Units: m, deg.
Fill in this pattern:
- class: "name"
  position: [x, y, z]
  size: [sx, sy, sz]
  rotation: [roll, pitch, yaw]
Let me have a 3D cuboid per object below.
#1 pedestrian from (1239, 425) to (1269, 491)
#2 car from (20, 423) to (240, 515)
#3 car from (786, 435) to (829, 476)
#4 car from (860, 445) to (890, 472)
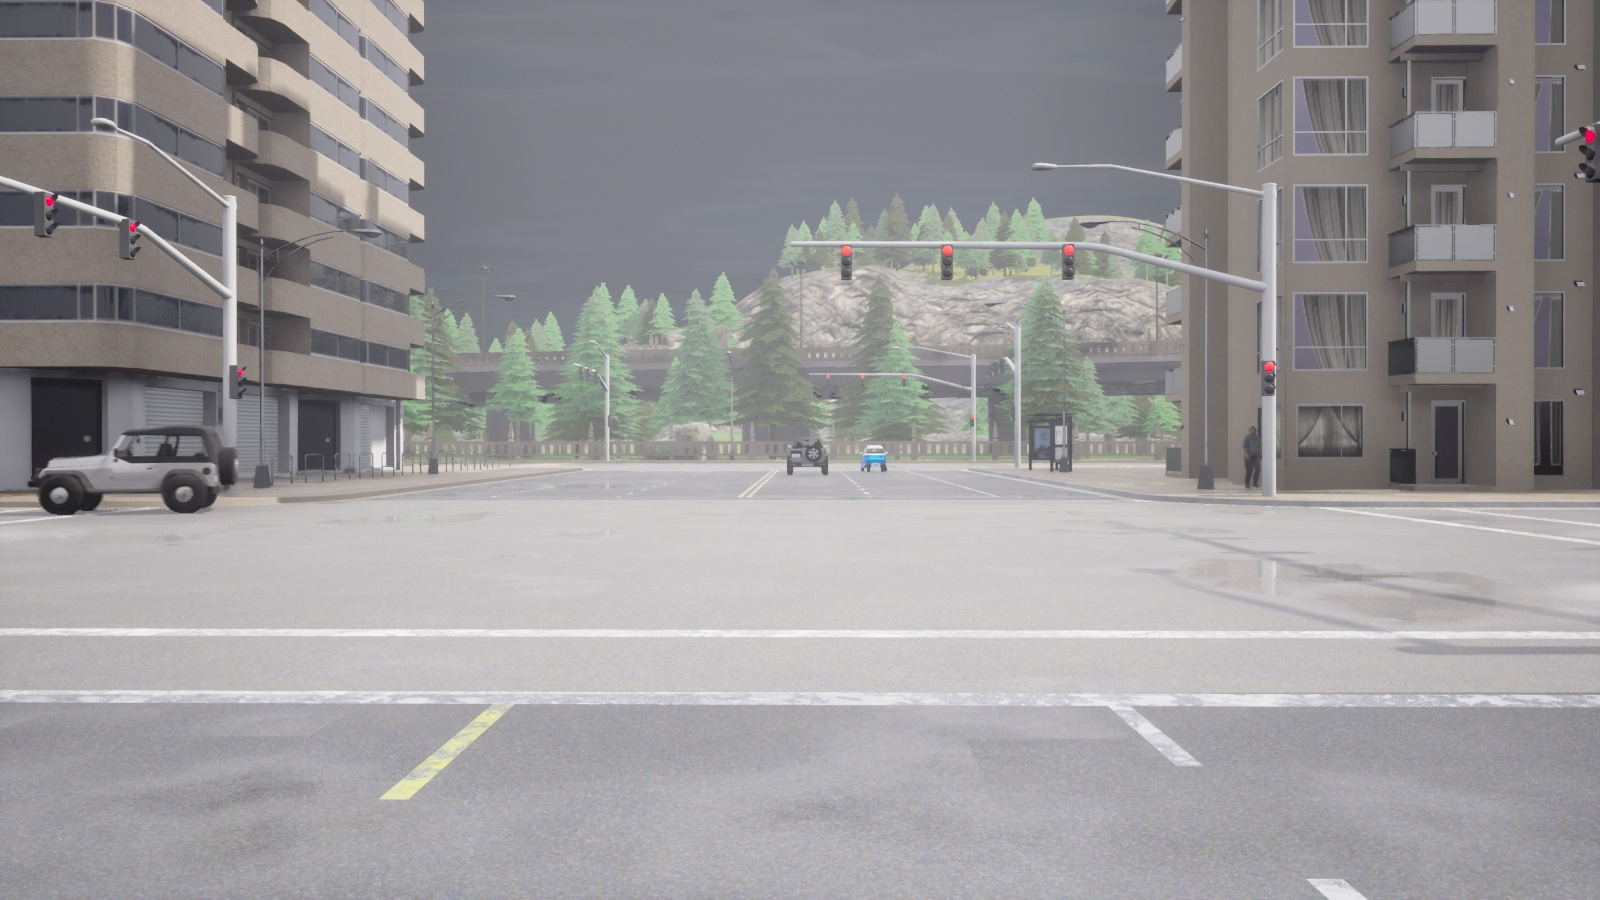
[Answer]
- class: "pedestrian"
  position: [12.904, 0.214, 35.710]
  size: [0.540, 1.848, 0.694]
  rotation: [0, 0, -8]
- class: "car"
  position: [-14.298, 0.378, 27.035]
  size: [3.866, 1.878, 1.905]
  rotation: [0, 1, -16]
- class: "car"
  position: [0.350, 0.229, 59.258]
  size: [1.932, 1.855, 4.605]
  rotation: [0, 0, 0]
- class: "car"
  position: [3.885, 0.436, 65.278]
  size: [1.481, 1.376, 2.207]
  rotation: [0, 1, 1]
